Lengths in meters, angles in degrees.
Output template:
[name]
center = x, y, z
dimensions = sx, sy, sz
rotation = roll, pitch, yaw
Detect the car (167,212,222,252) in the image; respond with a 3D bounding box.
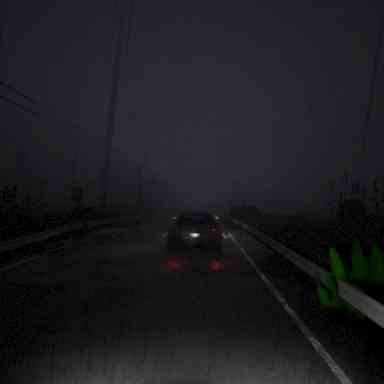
[car]
center = 0.145, 1.464, 13.236
dimensions = 1.994, 1.385, 4.181
rotation = 0, -1, 2
